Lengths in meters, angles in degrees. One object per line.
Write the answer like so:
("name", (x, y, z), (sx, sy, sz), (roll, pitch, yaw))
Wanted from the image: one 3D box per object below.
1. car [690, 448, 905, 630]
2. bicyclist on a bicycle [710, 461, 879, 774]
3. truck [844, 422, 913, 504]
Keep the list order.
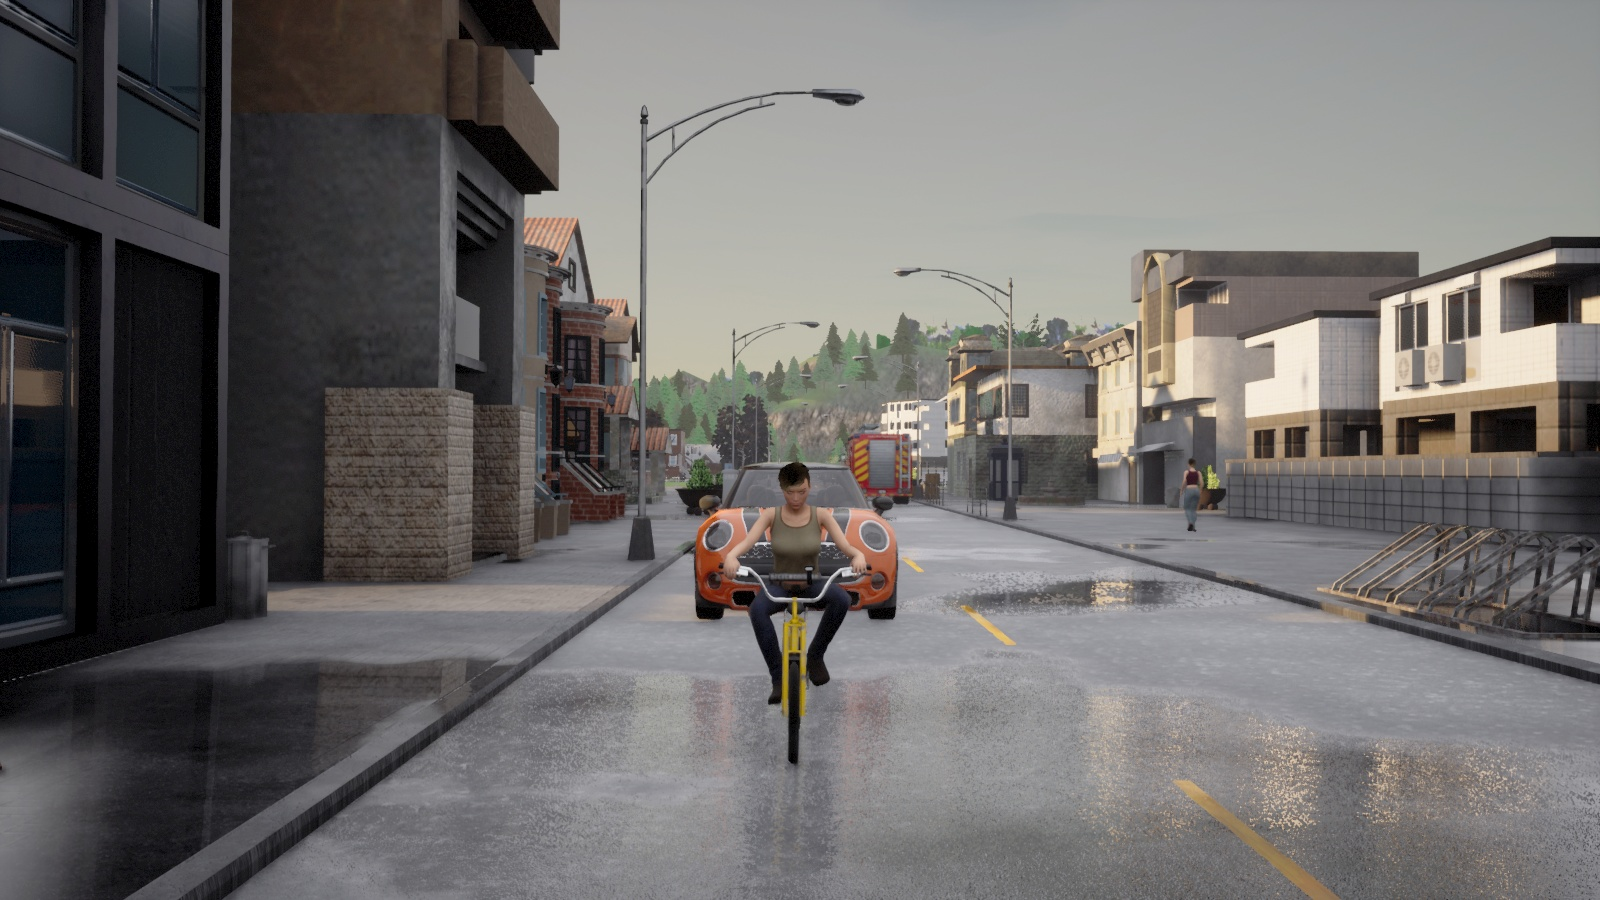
("car", (-0.038, 0.919, 14.550), (2.097, 1.767, 4.553), (0, -1, 0))
("bicyclist on a bicycle", (-0.020, 0.872, 7.226), (0.866, 1.612, 1.509), (0, -1, 1))
("truck", (3.836, 0.694, 63.235), (2.891, 3.827, 8.468), (0, -1, 0))
